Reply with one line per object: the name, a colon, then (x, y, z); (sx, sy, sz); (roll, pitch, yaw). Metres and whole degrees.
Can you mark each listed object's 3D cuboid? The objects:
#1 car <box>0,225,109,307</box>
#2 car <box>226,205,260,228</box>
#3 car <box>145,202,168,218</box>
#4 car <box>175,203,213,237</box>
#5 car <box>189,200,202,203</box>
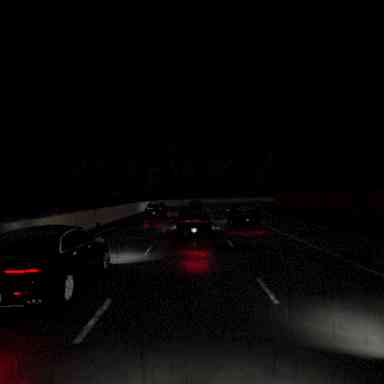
car: (-3.398, 1.559, 8.113); (1.837, 1.490, 4.892); (0, 0, 0)
car: (3.549, 1.629, 23.584); (1.882, 1.535, 5.008); (0, 0, 0)
car: (-3.373, 1.698, 32.176); (2.128, 1.511, 4.902); (0, 0, 1)
car: (0.104, 1.626, 18.755); (1.837, 1.490, 4.892); (0, 0, 0)
car: (0.478, 1.775, 42.078); (1.837, 1.490, 4.892); (-1, 0, 4)
